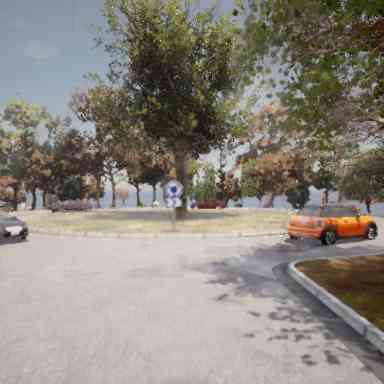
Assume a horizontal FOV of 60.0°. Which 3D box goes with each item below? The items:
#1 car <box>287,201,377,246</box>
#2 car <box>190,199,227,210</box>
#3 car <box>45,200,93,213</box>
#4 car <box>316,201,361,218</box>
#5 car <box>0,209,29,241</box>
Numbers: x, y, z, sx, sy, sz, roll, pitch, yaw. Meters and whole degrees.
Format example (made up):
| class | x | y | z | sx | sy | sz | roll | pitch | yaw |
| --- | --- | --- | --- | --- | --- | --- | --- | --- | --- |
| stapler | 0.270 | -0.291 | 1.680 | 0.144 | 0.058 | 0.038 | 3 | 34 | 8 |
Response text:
| class | x | y | z | sx | sy | sz | roll | pitch | yaw |
| --- | --- | --- | --- | --- | --- | --- | --- | --- | --- |
| car | 6.750 | 1.405 | 15.868 | 4.553 | 1.767 | 2.097 | 0 | 0 | -31 |
| car | 2.264 | 1.664 | 45.198 | 5.008 | 1.535 | 1.882 | 0 | 0 | 13 |
| car | -14.429 | 1.676 | 39.368 | 2.033 | 1.411 | 5.357 | 0 | 0 | 39 |
| car | 14.279 | 1.635 | 32.722 | 1.812 | 1.442 | 4.674 | 1 | 0 | -9 |
| car | -9.803 | 1.544 | 15.898 | 4.902 | 1.511 | 2.128 | 0 | 0 | 33 |
